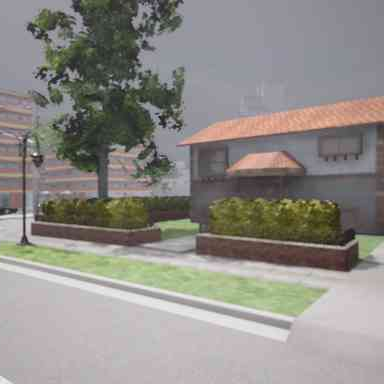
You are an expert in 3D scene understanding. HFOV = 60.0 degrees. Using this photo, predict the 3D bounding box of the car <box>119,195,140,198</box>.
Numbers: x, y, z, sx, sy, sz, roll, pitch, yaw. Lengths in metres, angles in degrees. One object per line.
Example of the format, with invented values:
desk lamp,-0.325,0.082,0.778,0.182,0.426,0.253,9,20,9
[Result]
car,-9.901,1.534,49.596,2.150,2.045,5.566,-1,0,36

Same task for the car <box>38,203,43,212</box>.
car,-18.084,1.695,44.296,2.097,1.767,4.553,-1,0,35

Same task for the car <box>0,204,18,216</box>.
car,-20.877,1.915,34.547,1.895,1.301,4.718,-1,0,33
